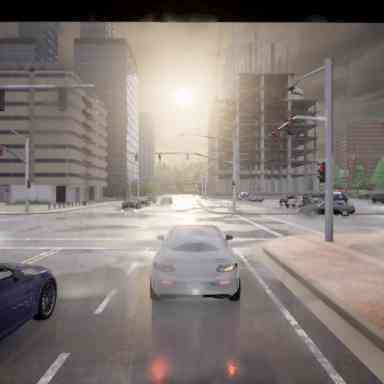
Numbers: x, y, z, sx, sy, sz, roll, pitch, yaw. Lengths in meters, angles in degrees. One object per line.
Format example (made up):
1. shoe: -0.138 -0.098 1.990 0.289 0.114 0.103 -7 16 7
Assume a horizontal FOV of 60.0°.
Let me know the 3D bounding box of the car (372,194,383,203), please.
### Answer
1. car: 35.496 1.153 61.866 1.932 1.855 4.605 0 0 0

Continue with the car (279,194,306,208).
1. car: 13.077 1.153 44.262 1.932 1.855 4.605 0 0 0

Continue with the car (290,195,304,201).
1. car: 24.299 1.395 76.827 1.970 1.475 3.806 0 0 0

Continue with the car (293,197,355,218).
1. car: 12.107 1.491 30.027 4.902 1.511 2.128 0 0 0

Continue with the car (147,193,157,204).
1. car: -8.183 1.221 65.841 2.150 2.045 5.566 0 0 -1

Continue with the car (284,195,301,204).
1. car: 18.599 1.395 61.700 1.970 1.475 3.806 0 0 0

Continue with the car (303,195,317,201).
1. car: 27.194 1.364 76.840 1.784 1.438 3.905 0 0 0

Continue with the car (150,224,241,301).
1. car: 0.073 1.526 8.221 1.812 1.442 4.674 0 0 0

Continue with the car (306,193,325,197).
1. car: 15.972 1.156 44.221 1.905 1.878 3.866 0 0 0

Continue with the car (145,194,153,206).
1. car: -8.148 1.478 55.261 1.882 1.535 5.008 0 0 0

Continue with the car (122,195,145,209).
1. car: -8.074 1.352 44.810 2.097 1.767 4.553 0 0 0

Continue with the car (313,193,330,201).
1. car: 29.877 1.153 76.902 1.932 1.855 4.605 0 0 0

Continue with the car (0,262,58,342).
1. car: -3.441 1.526 4.348 1.812 1.442 4.674 0 0 0

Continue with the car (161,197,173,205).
1. car: -4.501 1.564 60.023 1.994 1.385 4.181 0 0 0
